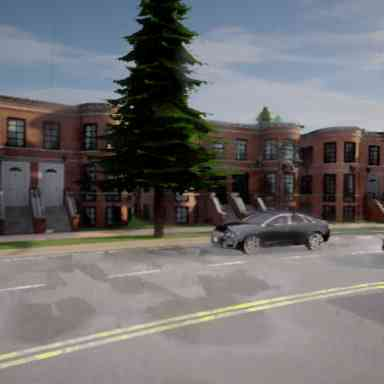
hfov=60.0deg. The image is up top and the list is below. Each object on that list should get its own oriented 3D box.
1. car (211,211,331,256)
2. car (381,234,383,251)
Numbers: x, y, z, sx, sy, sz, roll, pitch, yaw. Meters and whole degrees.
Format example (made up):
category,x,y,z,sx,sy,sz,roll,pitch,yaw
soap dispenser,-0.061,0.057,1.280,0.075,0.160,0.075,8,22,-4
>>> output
category,x,y,z,sx,sy,sz,roll,pitch,yaw
car,3.144,1.509,13.096,4.902,1.511,2.128,1,0,-22
car,9.069,1.571,11.630,5.008,1.535,1.882,1,0,-17
